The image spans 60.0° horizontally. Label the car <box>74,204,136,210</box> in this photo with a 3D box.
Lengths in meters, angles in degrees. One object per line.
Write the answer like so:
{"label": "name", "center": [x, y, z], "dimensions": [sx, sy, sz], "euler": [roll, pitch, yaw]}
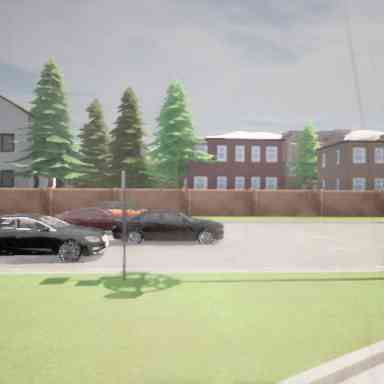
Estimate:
{"label": "car", "center": [-5.226, 1.560, 18.306], "dimensions": [4.674, 1.442, 1.812], "euler": [0, 0, -3]}

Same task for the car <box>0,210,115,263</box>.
{"label": "car", "center": [-5.371, 1.499, 11.286], "dimensions": [4.902, 1.511, 2.128], "euler": [0, 0, -3]}

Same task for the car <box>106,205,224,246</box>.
{"label": "car", "center": [-1.069, 1.525, 15.018], "dimensions": [5.008, 1.535, 1.882], "euler": [0, 0, -3]}

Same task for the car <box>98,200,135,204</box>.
{"label": "car", "center": [-4.256, 1.405, 21.855], "dimensions": [4.553, 1.767, 2.097], "euler": [0, 0, -3]}
